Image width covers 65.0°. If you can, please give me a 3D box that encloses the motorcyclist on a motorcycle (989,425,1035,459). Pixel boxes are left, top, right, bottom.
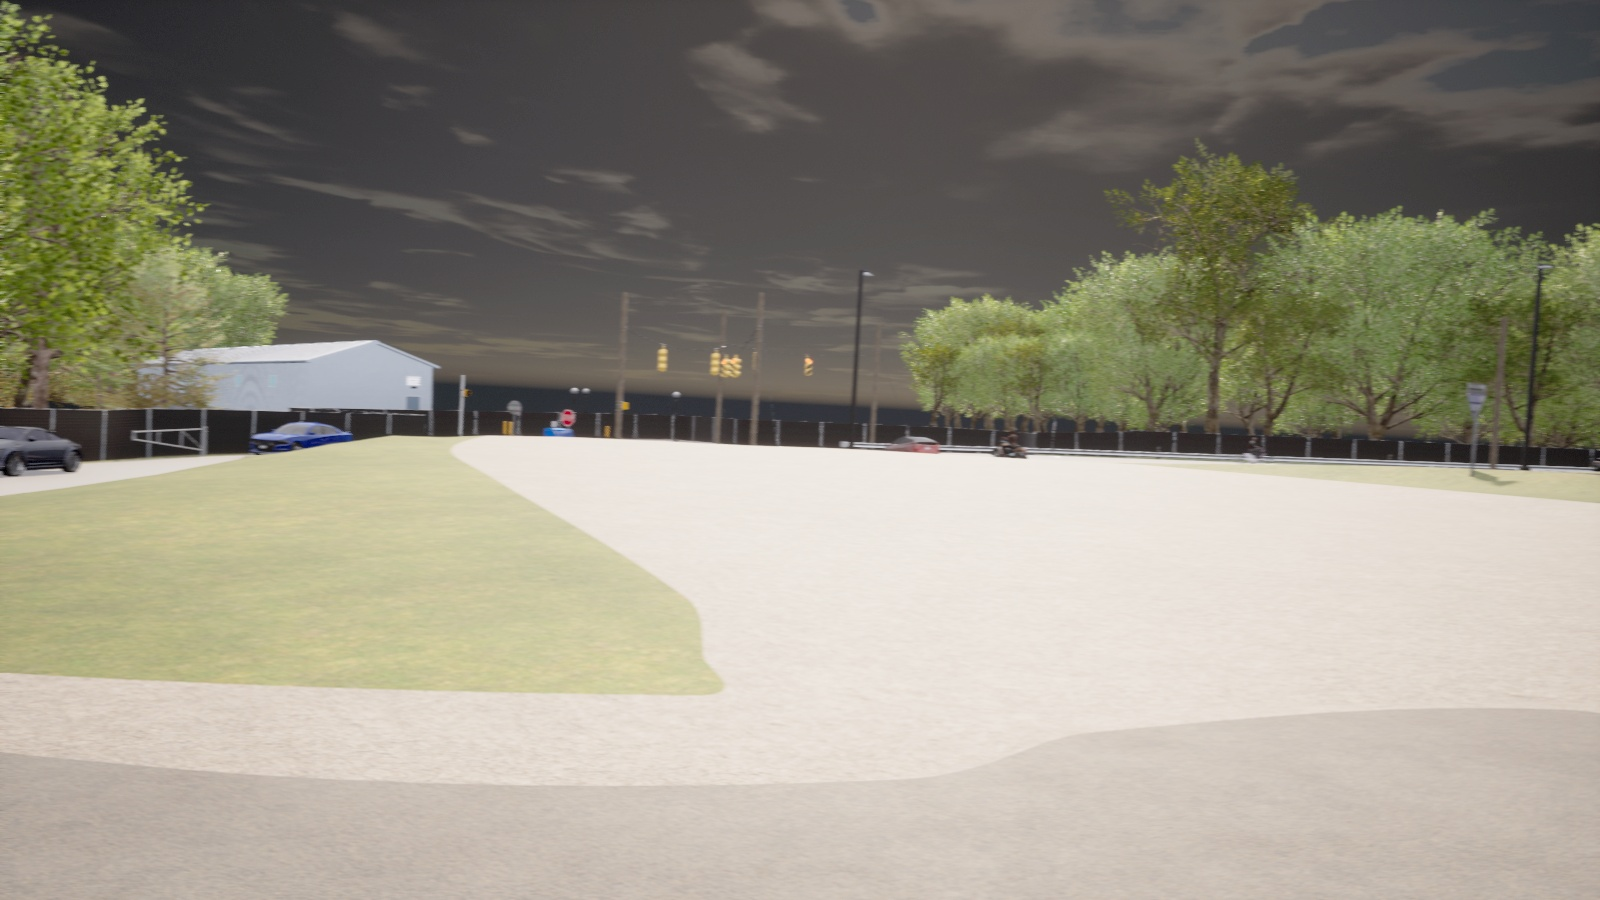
[{"bbox_3d":[10.491,-0.410,62.237,0.766,1.649,2.350,0,0,-37],"label":"motorcyclist on a motorcycle"}]

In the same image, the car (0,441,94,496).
[{"bbox_3d":[-22.952,0.493,36.777,1.994,1.385,4.181,2,1,4],"label":"car"}]

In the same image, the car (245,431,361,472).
[{"bbox_3d":[-20.909,0.020,53.070,1.882,1.535,5.008,3,2,15],"label":"car"}]

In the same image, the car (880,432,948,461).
[{"bbox_3d":[6.334,-0.175,70.209,2.007,1.525,4.514,1,-1,-21],"label":"car"}]
